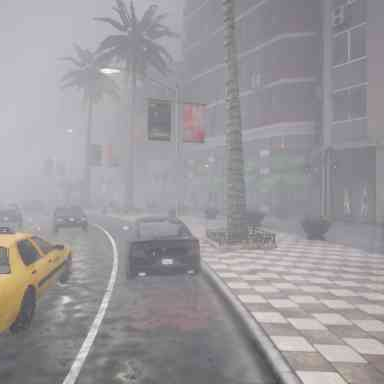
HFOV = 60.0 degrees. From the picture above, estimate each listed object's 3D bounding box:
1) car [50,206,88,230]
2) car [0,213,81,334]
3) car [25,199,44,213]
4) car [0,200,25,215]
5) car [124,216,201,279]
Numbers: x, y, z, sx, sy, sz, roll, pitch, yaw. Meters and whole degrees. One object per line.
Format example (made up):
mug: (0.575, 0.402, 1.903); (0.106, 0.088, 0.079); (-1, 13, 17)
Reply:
car: (-7.560, 1.541, 20.347); (2.033, 1.411, 5.357); (0, 0, -24)
car: (-3.712, 1.453, 6.592); (1.801, 1.575, 5.366); (0, 0, -8)
car: (-17.813, 1.475, 37.111); (2.128, 1.511, 4.902); (0, 0, -34)
car: (-12.834, 1.515, 23.021); (1.812, 1.442, 4.674); (0, 0, -29)
car: (-1.059, 1.476, 10.199); (1.882, 1.535, 5.008); (0, 0, -11)
